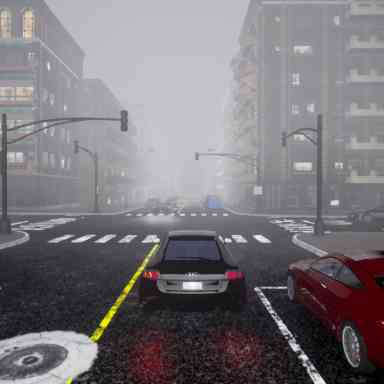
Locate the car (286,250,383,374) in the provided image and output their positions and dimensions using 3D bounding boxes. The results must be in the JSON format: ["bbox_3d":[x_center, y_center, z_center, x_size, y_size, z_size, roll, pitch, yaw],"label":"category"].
[{"bbox_3d":[2.797,1.582,5.326,1.802,1.307,4.206,0,0,0],"label":"car"}]

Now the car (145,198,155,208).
[{"bbox_3d":[-5.801,1.634,48.782,1.802,1.307,4.206,-1,0,0],"label":"car"}]

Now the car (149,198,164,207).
[{"bbox_3d":[-5.797,1.632,54.303,1.947,1.339,4.313,-1,0,0],"label":"car"}]

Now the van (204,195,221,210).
[{"bbox_3d":[2.846,1.382,43.228,1.690,1.788,3.998,-1,0,0],"label":"van"}]

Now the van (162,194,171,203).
[{"bbox_3d":[-5.782,1.478,76.397,1.690,1.788,3.998,-1,0,0],"label":"van"}]

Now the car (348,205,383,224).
[{"bbox_3d":[14.628,1.727,26.239,4.181,1.385,1.994,1,0,0],"label":"car"}]

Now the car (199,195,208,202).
[{"bbox_3d":[2.796,1.597,81.850,1.967,1.590,4.097,-1,0,0],"label":"car"}]

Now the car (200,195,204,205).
[{"bbox_3d":[2.762,1.367,48.725,2.192,1.841,5.009,-1,0,0],"label":"car"}]

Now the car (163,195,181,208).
[{"bbox_3d":[-3.055,1.601,49.177,2.033,1.411,5.357,0,0,0],"label":"car"}]

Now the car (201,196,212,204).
[{"bbox_3d":[2.735,1.539,65.287,1.967,1.590,4.097,-1,0,0],"label":"car"}]

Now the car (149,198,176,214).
[{"bbox_3d":[-3.070,1.629,35.271,1.895,1.301,4.718,0,0,0],"label":"car"}]

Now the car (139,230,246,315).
[{"bbox_3d":[0.009,1.564,7.666,1.994,1.385,4.181,0,0,0],"label":"car"}]

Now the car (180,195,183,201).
[{"bbox_3d":[-3.023,1.433,60.094,2.097,1.767,4.553,0,0,0],"label":"car"}]

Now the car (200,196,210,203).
[{"bbox_3d":[2.741,1.662,70.808,1.887,1.381,4.507,-1,0,0],"label":"car"}]

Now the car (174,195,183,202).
[{"bbox_3d":[-2.937,1.440,75.381,1.882,1.535,5.008,0,0,0],"label":"car"}]

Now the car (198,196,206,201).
[{"bbox_3d":[2.830,1.769,92.895,1.947,1.339,4.313,-1,0,0],"label":"car"}]
